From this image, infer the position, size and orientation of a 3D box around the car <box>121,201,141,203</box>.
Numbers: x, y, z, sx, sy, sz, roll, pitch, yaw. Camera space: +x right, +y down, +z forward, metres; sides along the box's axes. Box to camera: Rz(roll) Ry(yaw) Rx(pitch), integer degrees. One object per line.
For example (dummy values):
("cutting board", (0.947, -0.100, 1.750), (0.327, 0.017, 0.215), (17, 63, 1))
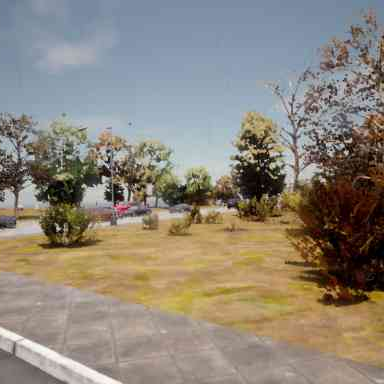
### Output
("car", (-9.100, 2.342, 46.542), (2.150, 2.045, 5.566), (-3, -2, 32))

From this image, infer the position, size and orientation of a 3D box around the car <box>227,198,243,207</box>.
("car", (8.444, 2.177, 60.971), (2.150, 2.045, 5.566), (-3, -3, 33))

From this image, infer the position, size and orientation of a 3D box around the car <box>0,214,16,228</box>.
("car", (-16.988, 2.453, 27.684), (1.994, 1.385, 4.181), (-3, -2, 34))

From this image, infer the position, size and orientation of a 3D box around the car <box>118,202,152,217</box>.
("car", (-7.114, 2.474, 43.101), (1.812, 1.442, 4.674), (-3, -2, 32))

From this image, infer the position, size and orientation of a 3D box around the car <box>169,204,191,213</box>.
("car", (-1.754, 2.578, 51.596), (1.994, 1.385, 4.181), (-3, -2, 33))

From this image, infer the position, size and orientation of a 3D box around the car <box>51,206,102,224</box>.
("car", (-12.117, 2.385, 35.172), (1.882, 1.535, 5.008), (-3, -2, 33))

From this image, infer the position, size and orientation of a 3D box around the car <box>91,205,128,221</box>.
("car", (-8.899, 2.302, 33.380), (1.994, 1.385, 4.181), (-3, -2, 33))
